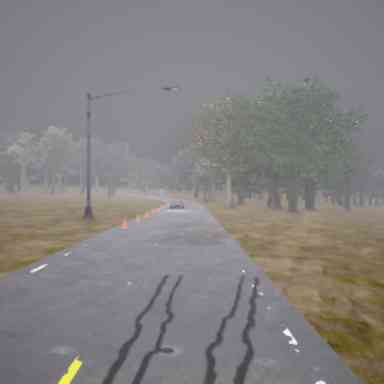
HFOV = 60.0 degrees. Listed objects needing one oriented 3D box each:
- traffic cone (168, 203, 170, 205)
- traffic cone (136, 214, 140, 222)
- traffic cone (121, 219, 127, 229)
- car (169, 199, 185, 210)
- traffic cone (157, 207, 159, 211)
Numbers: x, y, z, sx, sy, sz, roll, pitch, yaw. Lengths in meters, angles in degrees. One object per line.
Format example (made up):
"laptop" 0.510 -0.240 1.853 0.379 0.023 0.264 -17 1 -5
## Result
"traffic cone" -4.196 2.107 55.907 0.340 0.580 0.340 0 0 0
"traffic cone" -4.198 2.004 25.907 0.340 0.580 0.340 0 0 0
"traffic cone" -4.235 1.987 20.902 0.340 0.580 0.340 0 0 1
"car" -1.948 1.676 44.455 1.994 1.385 4.181 0 0 0
"traffic cone" -4.197 2.056 40.907 0.340 0.580 0.340 0 0 0
